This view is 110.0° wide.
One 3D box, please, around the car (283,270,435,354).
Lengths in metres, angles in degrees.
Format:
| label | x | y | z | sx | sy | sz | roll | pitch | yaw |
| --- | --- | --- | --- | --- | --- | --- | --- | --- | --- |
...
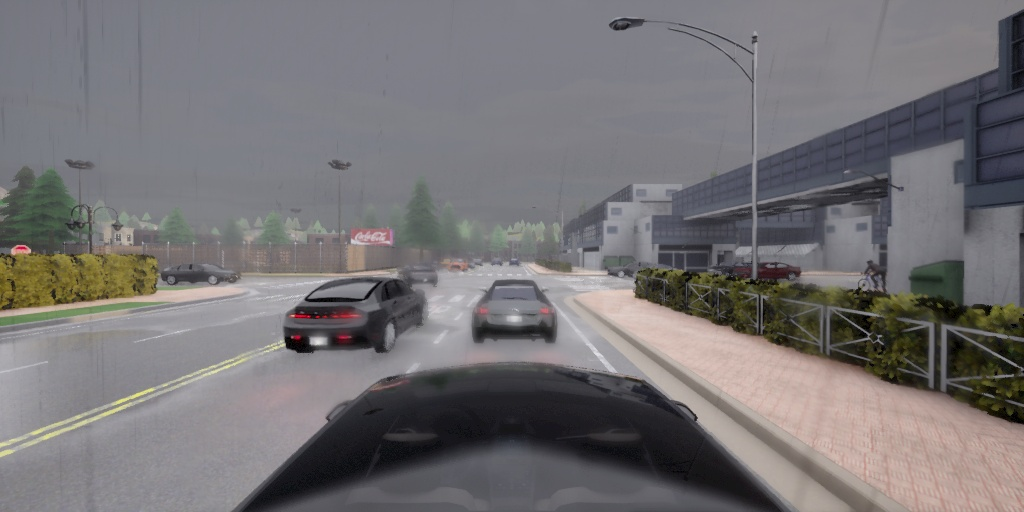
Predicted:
| label | x | y | z | sx | sy | sz | roll | pitch | yaw |
| --- | --- | --- | --- | --- | --- | --- | --- | --- | --- |
| car | -3.401 | 1.255 | 8.728 | 1.837 | 1.490 | 4.892 | 0 | 0 | 0 |

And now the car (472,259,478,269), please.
| label | x | y | z | sx | sy | sz | roll | pitch | yaw |
| --- | --- | --- | --- | --- | --- | --- | --- | --- | --- |
| car | -6.861 | 1.351 | 55.628 | 1.895 | 1.301 | 4.718 | 0 | 0 | 1 |

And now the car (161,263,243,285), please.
| label | x | y | z | sx | sy | sz | roll | pitch | yaw |
| --- | --- | --- | --- | --- | --- | --- | --- | --- | --- |
| car | -21.835 | 1.238 | 25.335 | 4.892 | 1.490 | 1.837 | 0 | 0 | 0 |

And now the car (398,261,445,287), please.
| label | x | y | z | sx | sy | sz | roll | pitch | yaw |
| --- | --- | --- | --- | --- | --- | --- | --- | --- | --- |
| car | -6.340 | 1.241 | 23.643 | 2.128 | 1.511 | 4.902 | 0 | 0 | -28 |

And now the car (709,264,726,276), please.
| label | x | y | z | sx | sy | sz | roll | pitch | yaw |
| --- | --- | --- | --- | --- | --- | --- | --- | --- | --- |
| car | 20.818 | 1.240 | 33.147 | 4.902 | 1.511 | 2.128 | 0 | 0 | 0 |

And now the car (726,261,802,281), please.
| label | x | y | z | sx | sy | sz | roll | pitch | yaw |
| --- | --- | --- | --- | --- | --- | --- | --- | --- | --- |
| car | 20.997 | 1.228 | 29.646 | 5.008 | 1.535 | 1.882 | 0 | 0 | 0 |

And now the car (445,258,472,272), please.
| label | x | y | z | sx | sy | sz | roll | pitch | yaw |
| --- | --- | --- | --- | --- | --- | --- | --- | --- | --- |
| car | -6.941 | 1.102 | 46.641 | 2.097 | 1.767 | 4.553 | 0 | 0 | 1 |

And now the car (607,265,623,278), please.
| label | x | y | z | sx | sy | sz | roll | pitch | yaw |
| --- | --- | --- | --- | --- | --- | --- | --- | --- | --- |
| car | 11.351 | 1.255 | 33.198 | 4.892 | 1.490 | 1.837 | 0 | 0 | 1 |

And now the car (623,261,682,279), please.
| label | x | y | z | sx | sy | sz | roll | pitch | yaw |
| --- | --- | --- | --- | --- | --- | --- | --- | --- | --- |
| car | 11.834 | 1.314 | 29.656 | 4.181 | 1.385 | 1.994 | 0 | 0 | -1 |

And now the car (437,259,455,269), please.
| label | x | y | z | sx | sy | sz | roll | pitch | yaw |
| --- | --- | --- | --- | --- | --- | --- | --- | --- | --- |
| car | -10.350 | 1.227 | 56.427 | 1.882 | 1.535 | 5.008 | 0 | 0 | 1 |

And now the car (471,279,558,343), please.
| label | x | y | z | sx | sy | sz | roll | pitch | yaw |
| --- | --- | --- | --- | --- | --- | --- | --- | --- | --- |
| car | 0.071 | 1.314 | 9.676 | 1.994 | 1.385 | 4.181 | 0 | 0 | 1 |

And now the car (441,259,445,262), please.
| label | x | y | z | sx | sy | sz | roll | pitch | yaw |
| --- | --- | --- | --- | --- | --- | --- | --- | --- | --- |
| car | -10.431 | 1.314 | 47.785 | 1.994 | 1.385 | 4.181 | 0 | 0 | 1 |

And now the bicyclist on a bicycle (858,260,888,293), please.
| label | x | y | z | sx | sy | sz | roll | pitch | yaw |
| --- | --- | --- | --- | --- | --- | --- | --- | --- | --- |
| bicyclist on a bicycle | 18.320 | 1.053 | 18.167 | 0.582 | 1.620 | 1.656 | 0 | 0 | 0 |
